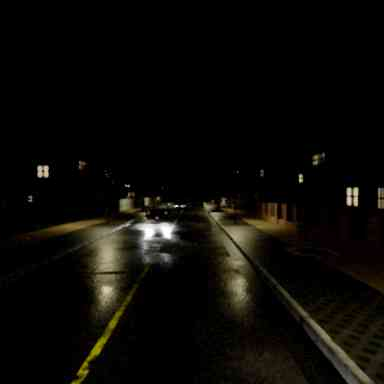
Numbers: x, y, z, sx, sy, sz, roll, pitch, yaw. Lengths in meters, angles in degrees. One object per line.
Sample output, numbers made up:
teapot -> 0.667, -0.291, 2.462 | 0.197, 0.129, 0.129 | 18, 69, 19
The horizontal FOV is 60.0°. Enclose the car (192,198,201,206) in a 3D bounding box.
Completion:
car -> 0.934, 2.006, 69.302 | 1.837, 1.490, 4.892 | 0, -1, 0

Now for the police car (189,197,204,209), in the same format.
police car -> 0.909, 1.779, 53.411 | 1.930, 1.638, 5.238 | 0, -1, 0

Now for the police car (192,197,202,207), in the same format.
police car -> 0.925, 1.870, 63.413 | 1.930, 1.638, 5.238 | 0, -1, 0

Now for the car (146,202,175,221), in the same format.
car -> -2.803, 1.767, 28.944 | 1.895, 1.301, 4.718 | 0, 0, 0

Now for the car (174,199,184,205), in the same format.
car -> -2.640, 2.047, 69.427 | 1.994, 1.385, 4.181 | 0, -1, 0
